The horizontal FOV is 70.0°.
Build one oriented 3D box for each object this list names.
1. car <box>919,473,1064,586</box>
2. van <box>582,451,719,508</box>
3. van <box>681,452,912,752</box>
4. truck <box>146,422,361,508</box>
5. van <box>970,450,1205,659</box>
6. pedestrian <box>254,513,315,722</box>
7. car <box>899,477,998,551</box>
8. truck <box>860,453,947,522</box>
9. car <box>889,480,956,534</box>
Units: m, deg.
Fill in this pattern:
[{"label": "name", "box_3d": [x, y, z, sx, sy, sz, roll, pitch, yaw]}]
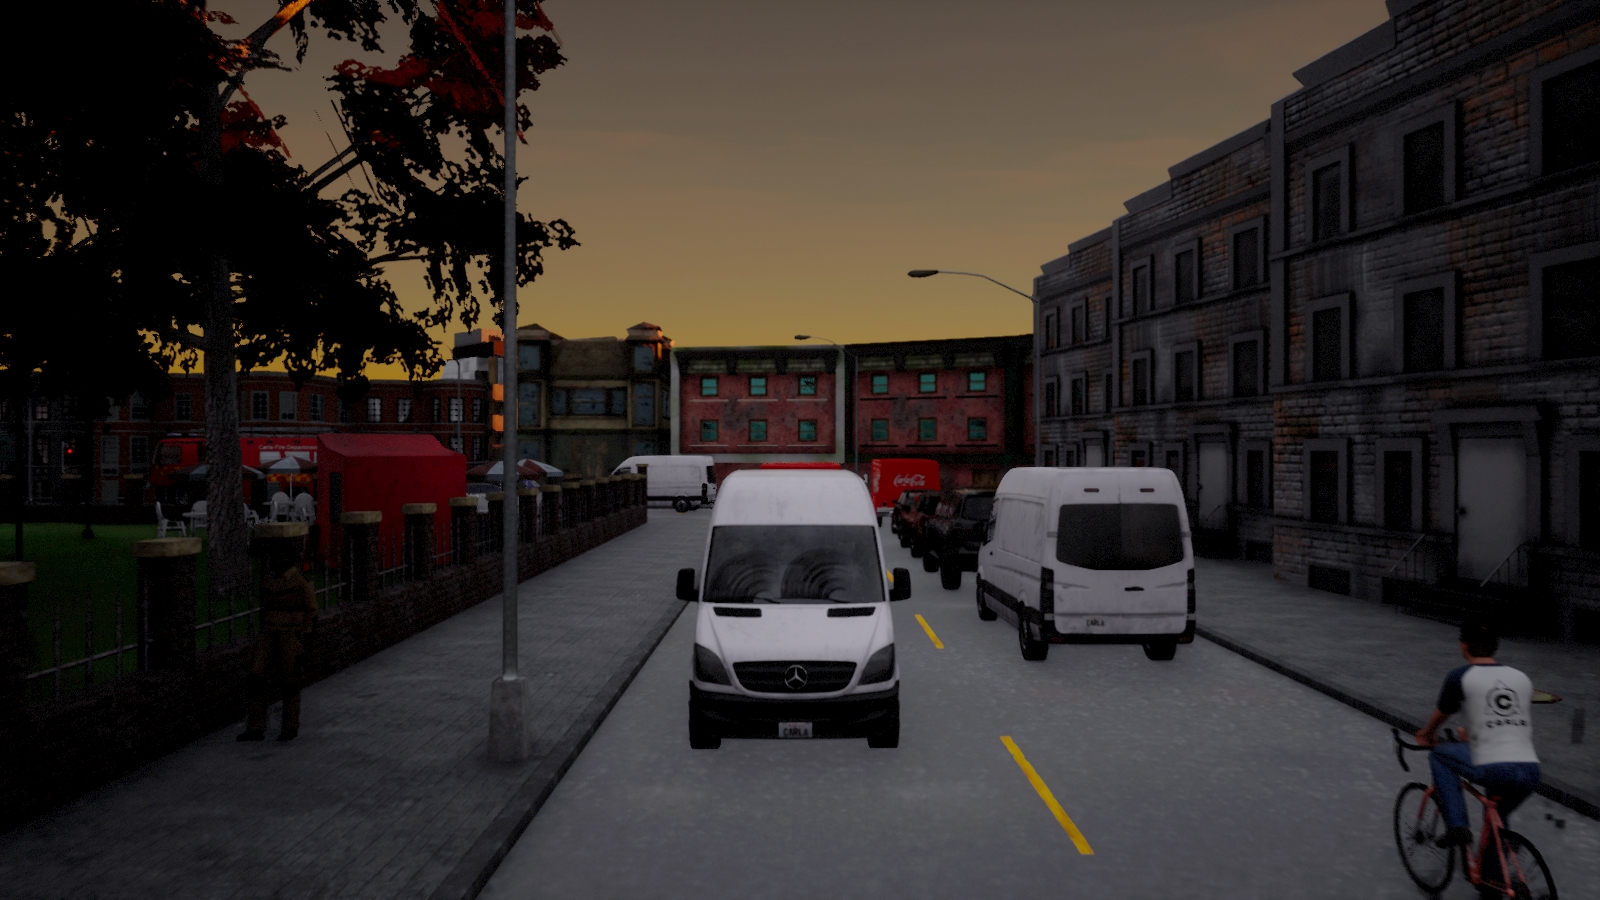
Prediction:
[{"label": "car", "box_3d": [3.910, 1.559, 24.439, 2.150, 2.045, 5.566, 0, 0, 0]}, {"label": "van", "box_3d": [-6.820, 1.315, 52.369, 5.915, 2.561, 1.988, 0, 0, 10]}, {"label": "van", "box_3d": [-0.063, 1.314, 12.784, 1.988, 2.561, 5.915, 0, 0, -1]}, {"label": "truck", "box_3d": [-24.969, 0.670, 52.485, 8.468, 3.827, 2.891, 0, 0, -1]}, {"label": "van", "box_3d": [3.970, 1.311, 17.012, 1.988, 2.561, 5.915, 0, -1, 0]}, {"label": "pedestrian", "box_3d": [-4.744, 1.525, 10.528, 0.375, 1.860, 0.375, 0, 0, 8]}, {"label": "car", "box_3d": [3.958, 1.686, 31.234, 2.097, 1.767, 4.553, 0, 0, 0]}, {"label": "truck", "box_3d": [3.835, 1.349, 43.401, 2.627, 2.467, 5.204, 0, 0, -2]}, {"label": "car", "box_3d": [3.906, 1.806, 37.032, 1.789, 1.549, 3.705, 0, 0, 0]}]
